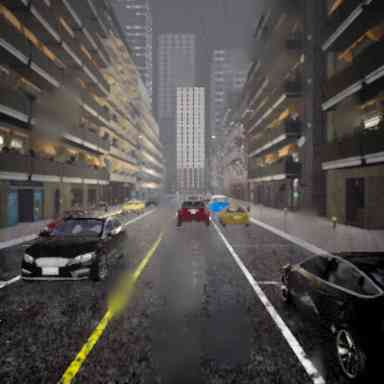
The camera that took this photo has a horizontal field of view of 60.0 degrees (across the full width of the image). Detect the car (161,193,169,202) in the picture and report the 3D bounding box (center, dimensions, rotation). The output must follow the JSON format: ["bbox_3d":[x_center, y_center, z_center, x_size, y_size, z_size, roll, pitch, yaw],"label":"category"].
[{"bbox_3d":[-5.696,1.387,60.422,1.887,1.381,4.507,0,0,0],"label":"car"}]

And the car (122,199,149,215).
[{"bbox_3d":[-5.698,1.436,32.635,1.752,1.417,4.829,0,0,0],"label":"car"}]

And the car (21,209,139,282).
[{"bbox_3d":[-3.091,1.463,9.719,2.128,1.511,4.902,0,0,0],"label":"car"}]

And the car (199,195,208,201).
[{"bbox_3d":[2.685,1.355,76.979,2.008,1.369,4.403,-1,0,0],"label":"car"}]

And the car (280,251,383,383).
[{"bbox_3d":[2.683,1.551,5.175,1.947,1.339,4.313,0,0,0],"label":"car"}]

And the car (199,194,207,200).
[{"bbox_3d":[2.685,1.317,82.673,1.752,1.417,4.829,-1,0,0],"label":"car"}]

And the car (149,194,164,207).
[{"bbox_3d":[-5.696,1.434,49.375,1.947,1.339,4.313,0,0,0],"label":"car"}]

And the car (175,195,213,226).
[{"bbox_3d":[0.093,1.286,23.095,2.097,1.767,4.553,0,0,0],"label":"car"}]

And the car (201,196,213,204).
[{"bbox_3d":[2.685,1.393,60.408,2.008,1.369,4.403,-1,0,0],"label":"car"}]

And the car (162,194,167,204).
[{"bbox_3d":[-5.696,1.400,54.898,1.887,1.381,4.507,0,0,0],"label":"car"}]

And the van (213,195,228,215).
[{"bbox_3d":[2.682,1.251,32.792,1.690,1.788,3.998,-1,0,0],"label":"van"}]

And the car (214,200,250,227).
[{"bbox_3d":[2.683,1.464,21.914,1.752,1.417,4.829,0,0,0],"label":"car"}]

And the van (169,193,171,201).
[{"bbox_3d":[-5.698,1.170,65.945,1.690,1.788,3.998,-1,0,0],"label":"van"}]

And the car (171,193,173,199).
[{"bbox_3d":[-5.697,1.257,71.469,1.967,1.590,4.097,-1,0,0],"label":"car"}]

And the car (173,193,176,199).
[{"bbox_3d":[-5.695,1.347,88.040,1.947,1.339,4.313,-1,0,0],"label":"car"}]

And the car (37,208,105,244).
[{"bbox_3d":[-5.697,1.536,16.234,1.802,1.307,4.206,0,0,0],"label":"car"}]
